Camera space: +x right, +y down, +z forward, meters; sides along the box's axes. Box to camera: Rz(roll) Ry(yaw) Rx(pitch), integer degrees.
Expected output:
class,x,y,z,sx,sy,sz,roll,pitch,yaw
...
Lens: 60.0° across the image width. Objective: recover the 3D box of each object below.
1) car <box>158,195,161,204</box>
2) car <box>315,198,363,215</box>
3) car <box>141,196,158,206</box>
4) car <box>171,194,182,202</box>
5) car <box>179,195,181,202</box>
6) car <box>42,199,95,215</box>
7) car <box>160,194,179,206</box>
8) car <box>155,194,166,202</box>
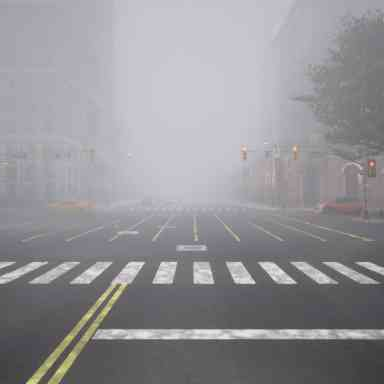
class,x,y,z,sx,sy,sz,roll,pitch,yaw
car,-7.130,1.478,64.526,1.882,1.535,5.008,0,0,1
car,14.719,1.351,33.198,4.553,1.767,2.097,0,0,4
car,-7.183,1.505,55.182,1.837,1.490,4.892,0,0,0
car,-3.493,1.355,75.053,2.097,1.767,4.553,0,0,0
car,-3.619,1.601,65.098,1.895,1.301,4.718,0,0,1
car,-12.221,1.477,33.007,5.008,1.535,1.882,0,0,0
car,-3.683,1.478,55.423,1.882,1.535,5.008,0,0,0
car,-6.995,1.355,74.800,2.097,1.767,4.553,0,0,0
